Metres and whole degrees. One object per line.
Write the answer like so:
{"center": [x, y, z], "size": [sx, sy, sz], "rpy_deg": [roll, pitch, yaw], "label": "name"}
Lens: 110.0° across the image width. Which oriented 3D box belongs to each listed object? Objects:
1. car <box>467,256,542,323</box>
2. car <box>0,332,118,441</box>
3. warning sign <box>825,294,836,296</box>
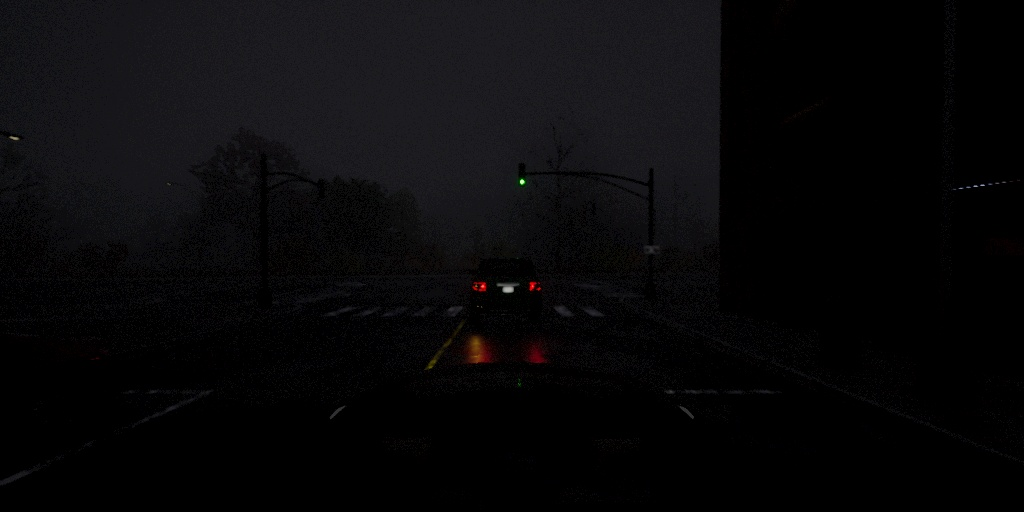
{"center": [-0.378, 1.030, 12.553], "size": [2.150, 2.045, 5.566], "rpy_deg": [0, 0, -6], "label": "car"}
{"center": [-5.788, 1.338, 2.768], "size": [1.802, 1.307, 4.207], "rpy_deg": [0, 0, 0], "label": "car"}
{"center": [16.650, 1.066, 19.848], "size": [1.060, 1.860, 1.300], "rpy_deg": [0, 0, -9], "label": "warning sign"}
